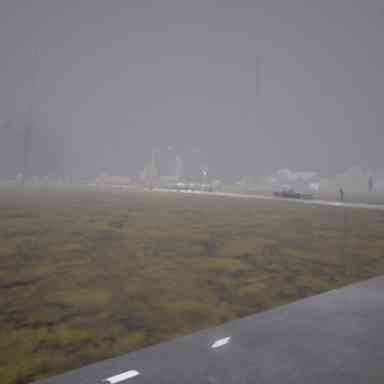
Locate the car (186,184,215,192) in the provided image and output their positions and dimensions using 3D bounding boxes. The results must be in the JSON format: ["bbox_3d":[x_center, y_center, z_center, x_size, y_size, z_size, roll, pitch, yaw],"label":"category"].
[{"bbox_3d":[1.814,-0.738,58.074,2.033,1.411,5.357,1,2,-34],"label":"car"}]

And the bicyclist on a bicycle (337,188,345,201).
[{"bbox_3d":[18.044,0.342,40.254,1.656,1.620,0.582,0,2,-35],"label":"bicyclist on a bicycle"}]

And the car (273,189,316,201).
[{"bbox_3d":[11.861,0.323,38.654,1.895,1.301,4.718,1,2,-35],"label":"car"}]

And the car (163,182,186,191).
[{"bbox_3d":[-2.411,-0.922,59.214,2.033,1.411,5.357,1,2,-35],"label":"car"}]
